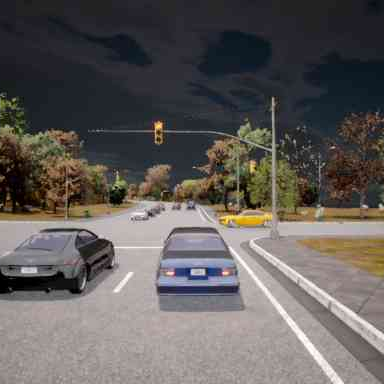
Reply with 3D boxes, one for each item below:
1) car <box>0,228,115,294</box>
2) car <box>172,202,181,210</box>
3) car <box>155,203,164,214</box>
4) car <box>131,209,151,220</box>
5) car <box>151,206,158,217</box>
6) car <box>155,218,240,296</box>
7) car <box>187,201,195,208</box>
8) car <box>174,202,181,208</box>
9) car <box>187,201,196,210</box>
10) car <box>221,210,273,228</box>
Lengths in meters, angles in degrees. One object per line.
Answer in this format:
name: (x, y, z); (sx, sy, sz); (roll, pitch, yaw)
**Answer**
car: (-3.445, 1.665, 9.054); (1.994, 1.385, 4.181); (0, -1, 0)
car: (-3.707, 3.485, 78.287); (1.812, 1.442, 4.674); (0, 0, 0)
car: (-7.209, 3.535, 65.018); (2.033, 1.411, 5.357); (0, 0, 0)
car: (-7.228, 3.145, 46.251); (1.812, 1.442, 4.674); (0, -2, 0)
car: (-7.235, 3.470, 55.271); (1.895, 1.301, 4.718); (0, -1, 0)
car: (0.068, 1.647, 8.945); (2.033, 1.411, 5.357); (0, -1, -1)
car: (-0.328, 3.243, 88.005); (1.882, 1.535, 5.008); (0, 0, -4)
car: (-3.851, 3.428, 88.263); (1.837, 1.490, 4.892); (0, 0, -4)
car: (-0.206, 3.310, 77.827); (2.097, 1.767, 4.553); (0, 0, 0)
car: (4.835, 2.339, 29.043); (5.008, 1.535, 1.882); (0, -3, -8)
